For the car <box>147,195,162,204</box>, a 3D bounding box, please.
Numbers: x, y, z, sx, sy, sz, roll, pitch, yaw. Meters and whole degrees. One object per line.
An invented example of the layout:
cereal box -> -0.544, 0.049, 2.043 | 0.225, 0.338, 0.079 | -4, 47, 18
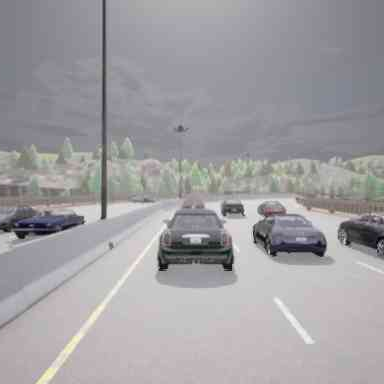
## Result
car -> -5.791, 1.439, 59.345 | 1.895, 1.301, 4.718 | 0, 0, 17

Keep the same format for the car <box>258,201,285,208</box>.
car -> 7.201, 1.473, 30.239 | 1.994, 1.385, 4.181 | 0, 0, 2

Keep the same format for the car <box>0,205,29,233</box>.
car -> -10.591, 1.490, 19.478 | 2.033, 1.411, 5.357 | 0, 0, 0

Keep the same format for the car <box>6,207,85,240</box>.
car -> -7.091, 1.551, 16.955 | 1.895, 1.301, 4.718 | 0, 0, 0

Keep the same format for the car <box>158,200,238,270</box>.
car -> 0.102, 1.319, 11.051 | 2.097, 1.767, 4.553 | 0, 0, 0

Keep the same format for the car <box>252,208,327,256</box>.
car -> 3.602, 1.526, 12.988 | 1.994, 1.385, 4.181 | 0, 0, 0

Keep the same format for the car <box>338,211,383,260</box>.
car -> 7.102, 1.456, 12.195 | 2.128, 1.511, 4.902 | 0, 0, 0

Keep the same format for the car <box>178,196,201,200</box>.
car -> 0.168, 1.266, 28.991 | 2.097, 1.767, 4.553 | 0, 0, 1

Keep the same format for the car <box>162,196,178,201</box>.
car -> -2.823, 1.381, 57.191 | 2.033, 1.411, 5.357 | 0, 0, 17

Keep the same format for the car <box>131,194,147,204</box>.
car -> -9.221, 1.199, 60.025 | 2.097, 1.767, 4.553 | 0, 0, 17

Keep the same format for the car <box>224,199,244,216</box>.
car -> 3.723, 1.384, 31.111 | 1.882, 1.535, 5.008 | 0, 0, 2
